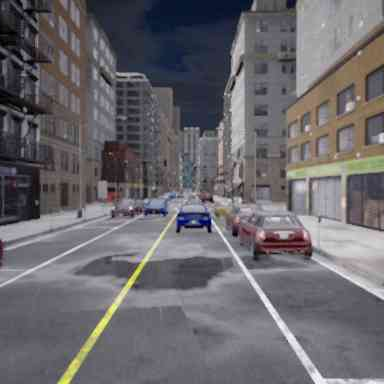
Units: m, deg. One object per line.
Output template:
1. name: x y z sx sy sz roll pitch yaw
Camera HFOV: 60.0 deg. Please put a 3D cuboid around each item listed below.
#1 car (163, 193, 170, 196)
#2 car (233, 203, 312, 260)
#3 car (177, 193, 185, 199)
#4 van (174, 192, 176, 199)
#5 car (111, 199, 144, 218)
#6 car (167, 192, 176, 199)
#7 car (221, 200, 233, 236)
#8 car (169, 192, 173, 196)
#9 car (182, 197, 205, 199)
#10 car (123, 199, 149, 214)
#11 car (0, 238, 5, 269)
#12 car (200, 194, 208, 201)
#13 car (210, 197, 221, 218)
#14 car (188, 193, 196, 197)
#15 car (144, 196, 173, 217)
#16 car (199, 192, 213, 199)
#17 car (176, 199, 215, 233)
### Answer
1. car: -5.686 1.332 61.074 1.947 1.339 4.313 -1 0 0
2. car: 2.847 1.381 12.215 1.967 1.590 4.097 -1 0 0
3. car: -3.015 1.182 91.797 2.033 1.411 5.357 0 0 0
4. van: -5.692 1.033 83.417 1.690 1.788 3.998 -1 0 0
5. car: -5.681 1.311 28.704 1.967 1.590 4.097 -1 0 0
6. car: -5.695 0.967 94.589 2.192 1.841 5.009 -1 0 0
7. car: 2.846 1.356 17.712 1.967 1.590 4.097 -1 0 0
8. car: -5.689 1.256 72.076 1.752 1.417 4.829 -1 0 0
9. car: 0.096 1.452 33.979 1.895 1.301 4.718 0 0 0
10. car: -5.681 1.416 34.201 1.947 1.339 4.313 -1 0 0
11. car: -5.676 1.511 6.717 1.887 1.381 4.507 -1 0 0
12. car: 2.840 1.237 78.003 1.752 1.417 4.829 -1 0 0
13. car: 2.844 1.396 28.877 1.752 1.417 4.829 -1 0 0
14. car: -0.014 1.128 87.178 2.128 1.511 4.902 0 0 0
15. car: -3.076 1.345 29.576 1.882 1.535 5.008 0 0 0
16. car: 2.837 1.081 61.074 2.192 1.841 5.009 -1 0 0
17. car: 0.094 1.388 19.233 1.882 1.535 5.008 0 0 0
